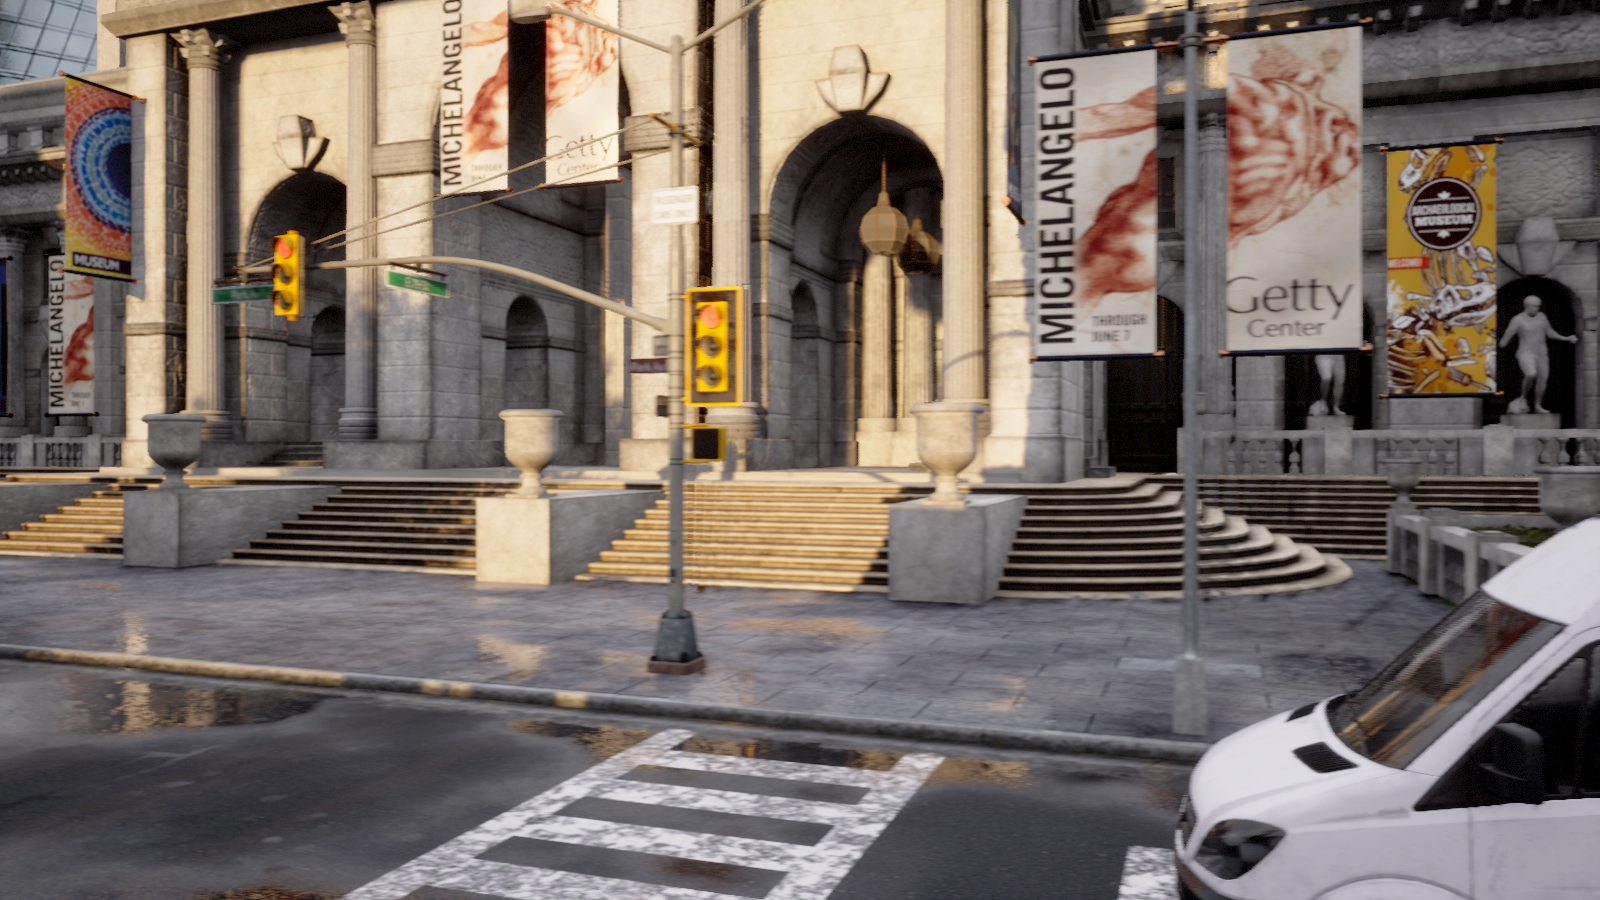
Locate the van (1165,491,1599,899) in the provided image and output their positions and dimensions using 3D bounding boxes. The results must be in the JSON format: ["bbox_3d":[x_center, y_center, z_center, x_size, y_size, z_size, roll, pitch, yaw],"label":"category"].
[{"bbox_3d":[4.823,1.534,5.256,5.915,2.561,1.988,0,0,20],"label":"van"}]
